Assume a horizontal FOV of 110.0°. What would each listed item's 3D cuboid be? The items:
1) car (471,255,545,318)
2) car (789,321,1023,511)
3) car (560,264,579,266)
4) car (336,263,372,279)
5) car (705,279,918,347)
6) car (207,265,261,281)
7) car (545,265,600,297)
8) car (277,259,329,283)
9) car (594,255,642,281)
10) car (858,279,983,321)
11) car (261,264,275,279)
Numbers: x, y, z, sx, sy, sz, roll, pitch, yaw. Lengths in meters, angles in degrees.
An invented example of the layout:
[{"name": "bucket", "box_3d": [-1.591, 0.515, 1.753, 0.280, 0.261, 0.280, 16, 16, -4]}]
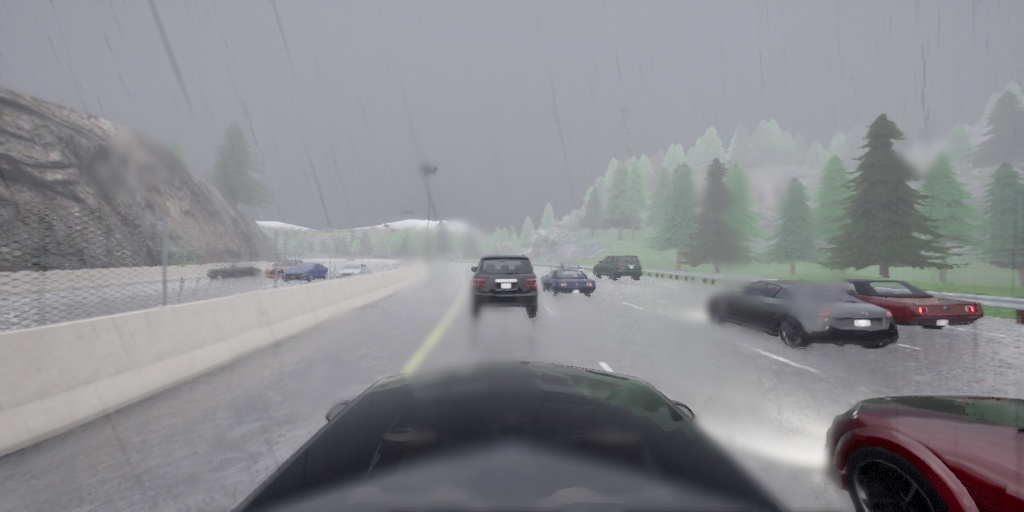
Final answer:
[{"name": "car", "box_3d": [-0.331, 0.970, 13.253, 2.150, 2.045, 5.566, 0, 0, -3]}, {"name": "car", "box_3d": [3.518, 1.307, 1.138, 1.994, 1.385, 4.181, 0, 0, 0]}, {"name": "car", "box_3d": [4.840, 1.336, 31.232, 1.895, 1.301, 4.718, 0, 0, -8]}, {"name": "car", "box_3d": [-12.775, 1.298, 29.365, 1.812, 1.442, 4.674, 0, 0, -9]}, {"name": "car", "box_3d": [6.857, 1.299, 9.095, 1.994, 1.385, 4.181, 0, 0, -2]}, {"name": "car", "box_3d": [-23.599, 1.395, 30.724, 1.895, 1.301, 4.718, 0, 0, -10]}, {"name": "car", "box_3d": [2.769, 1.343, 18.695, 1.895, 1.301, 4.718, 0, 0, -5]}, {"name": "car", "box_3d": [-16.175, 1.257, 28.393, 1.882, 1.535, 5.008, 0, 0, -8]}, {"name": "car", "box_3d": [8.607, 0.949, 29.529, 2.150, 2.045, 5.566, 0, 0, -8]}, {"name": "car", "box_3d": [10.306, 1.328, 10.887, 1.895, 1.301, 4.718, 0, 0, -3]}, {"name": "car", "box_3d": [-20.440, 1.140, 32.856, 2.097, 1.767, 4.553, 0, 0, -10]}]
